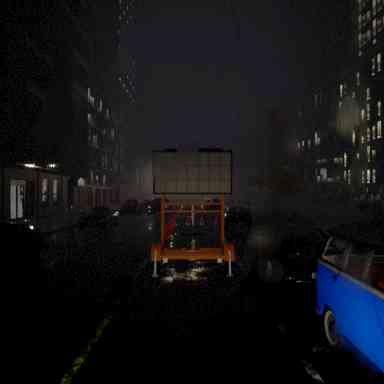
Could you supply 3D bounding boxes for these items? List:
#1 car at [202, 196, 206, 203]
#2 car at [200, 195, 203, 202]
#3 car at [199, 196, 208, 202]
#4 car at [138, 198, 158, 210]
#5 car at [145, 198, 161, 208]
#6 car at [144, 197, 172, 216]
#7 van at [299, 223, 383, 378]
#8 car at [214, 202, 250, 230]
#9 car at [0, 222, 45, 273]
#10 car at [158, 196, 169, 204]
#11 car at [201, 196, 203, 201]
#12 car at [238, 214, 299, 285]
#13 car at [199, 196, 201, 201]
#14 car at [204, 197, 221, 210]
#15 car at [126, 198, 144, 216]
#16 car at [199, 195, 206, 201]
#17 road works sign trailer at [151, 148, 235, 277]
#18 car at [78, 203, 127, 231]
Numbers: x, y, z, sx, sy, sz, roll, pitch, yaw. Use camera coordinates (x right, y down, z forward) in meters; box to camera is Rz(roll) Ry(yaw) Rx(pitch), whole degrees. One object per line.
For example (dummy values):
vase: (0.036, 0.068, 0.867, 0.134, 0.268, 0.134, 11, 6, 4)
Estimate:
car: (2.702, 1.452, 43.425, 1.967, 1.590, 4.097, 0, 0, 0)
car: (2.702, 1.599, 54.804, 1.802, 1.307, 4.206, 0, 0, 0)
car: (2.705, 1.596, 77.559, 1.947, 1.339, 4.313, 0, 0, 0)
car: (-5.680, 1.563, 43.449, 2.008, 1.369, 4.403, 0, 0, 0)
car: (-5.679, 1.559, 49.138, 1.887, 1.381, 4.507, 0, 0, 0)
car: (-3.094, 1.360, 32.422, 2.097, 1.767, 4.553, 0, 0, 0)
van: (2.699, 1.342, 3.604, 1.690, 1.788, 3.998, 0, 0, 0)
car: (2.699, 1.555, 20.670, 2.008, 1.369, 4.403, 0, 0, 0)
car: (-5.684, 1.568, 9.314, 1.947, 1.339, 4.313, 0, 0, 0)
car: (-5.677, 1.567, 66.205, 1.887, 1.381, 4.507, 0, 0, 0)
car: (2.702, 1.559, 49.115, 1.887, 1.381, 4.507, 0, 0, 0)
car: (2.697, 1.553, 9.293, 2.008, 1.369, 4.403, 0, 0, 0)
car: (2.703, 1.570, 60.493, 2.008, 1.369, 4.403, 0, 0, 0)
car: (2.700, 1.561, 37.737, 2.008, 1.369, 4.403, 0, 0, 0)
car: (-5.680, 1.448, 32.071, 1.967, 1.590, 4.097, 0, 0, 0)
car: (2.707, 1.564, 89.107, 1.752, 1.417, 4.829, 0, 0, 0)
road works sign trailer: (0.025, 0.466, 10.256, 2.380, 3.560, 2.880, 0, 0, 0)
car: (-5.682, 1.555, 20.692, 2.008, 1.369, 4.403, 0, 0, 0)
